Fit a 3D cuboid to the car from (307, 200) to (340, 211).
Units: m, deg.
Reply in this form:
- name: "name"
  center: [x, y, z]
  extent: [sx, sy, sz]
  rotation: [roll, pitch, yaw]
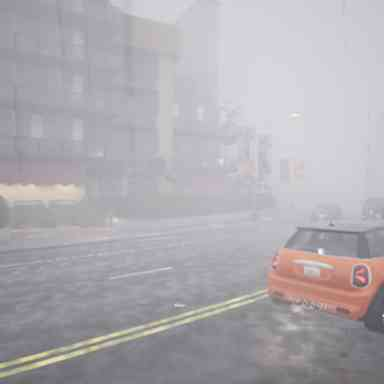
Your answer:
- name: "car"
  center: [10.838, 1.646, 26.654]
  extent: [2.128, 1.511, 4.902]
  rotation: [0, 0, 32]

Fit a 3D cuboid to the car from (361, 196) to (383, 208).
- name: "car"
  center: [14.598, 1.366, 26.025]
  extent: [2.150, 2.045, 5.566]
  rotation: [0, 0, 30]

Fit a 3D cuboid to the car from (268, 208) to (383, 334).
- name: "car"
  center: [3.671, 1.394, 7.161]
  extent: [4.553, 1.767, 2.097]
  rotation: [0, -1, -41]
